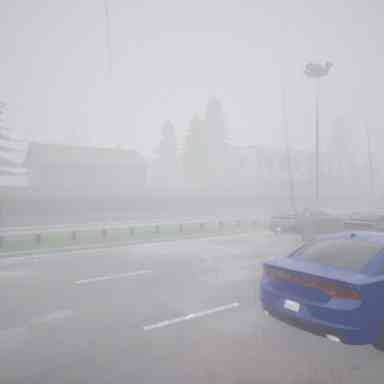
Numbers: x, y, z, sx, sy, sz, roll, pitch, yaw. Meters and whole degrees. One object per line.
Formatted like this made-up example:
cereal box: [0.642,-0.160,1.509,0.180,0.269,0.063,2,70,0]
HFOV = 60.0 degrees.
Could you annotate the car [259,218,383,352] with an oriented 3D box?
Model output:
car: [3.445,1.473,6.202,5.008,1.535,1.882,0,0,-35]

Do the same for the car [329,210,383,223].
car: [8.021,1.495,13.761,4.892,1.490,1.837,0,0,-35]

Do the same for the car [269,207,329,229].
car: [5.923,1.481,16.566,4.902,1.511,2.128,0,0,-35]
